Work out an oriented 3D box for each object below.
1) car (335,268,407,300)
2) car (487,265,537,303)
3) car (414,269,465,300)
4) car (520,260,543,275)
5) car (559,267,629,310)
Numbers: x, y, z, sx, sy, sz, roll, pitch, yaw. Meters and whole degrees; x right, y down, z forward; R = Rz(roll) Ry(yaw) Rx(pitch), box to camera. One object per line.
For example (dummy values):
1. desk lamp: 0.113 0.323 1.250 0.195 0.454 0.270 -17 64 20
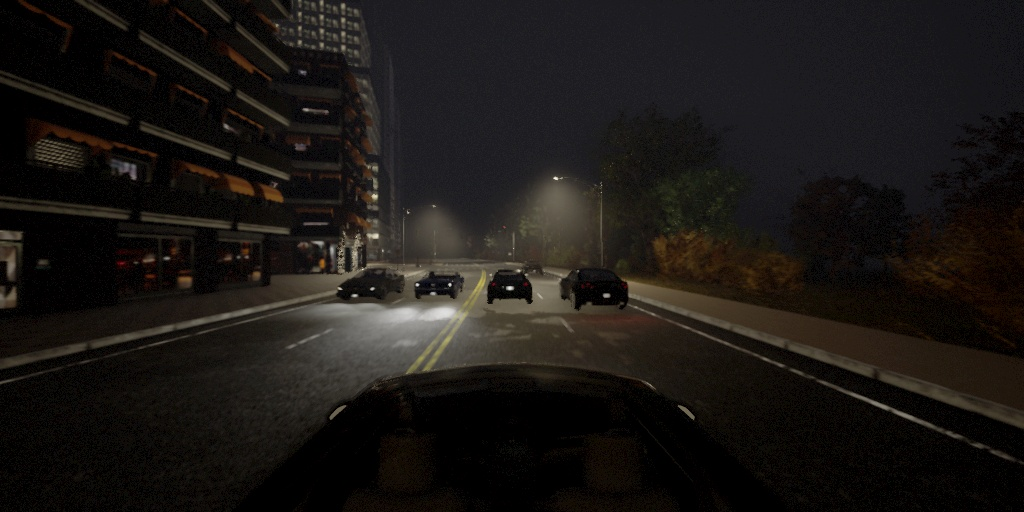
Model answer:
1. car: -6.767 1.305 17.937 2.033 1.411 5.357 0 0 -2
2. car: -0.142 1.303 16.770 1.994 1.385 4.181 0 0 -2
3. car: -3.517 1.349 17.993 1.895 1.301 4.718 0 0 -2
4. car: 2.042 1.210 37.570 1.837 1.490 4.892 0 0 -4
5. car: 3.168 1.209 14.724 1.882 1.535 5.008 0 0 -1
